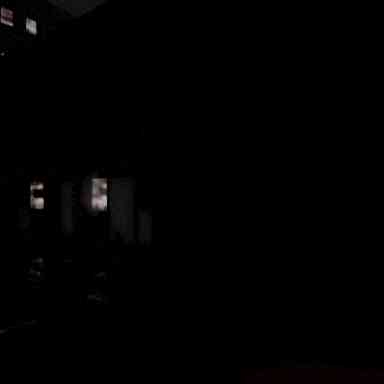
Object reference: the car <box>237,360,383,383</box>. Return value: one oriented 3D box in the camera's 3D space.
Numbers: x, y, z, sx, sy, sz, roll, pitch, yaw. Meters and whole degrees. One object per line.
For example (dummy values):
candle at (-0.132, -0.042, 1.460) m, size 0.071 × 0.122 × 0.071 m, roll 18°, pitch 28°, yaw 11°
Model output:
car at (2.168, 1.526, 1.328) m, size 4.829 × 1.417 × 1.752 m, roll 0°, pitch 0°, yaw 36°
